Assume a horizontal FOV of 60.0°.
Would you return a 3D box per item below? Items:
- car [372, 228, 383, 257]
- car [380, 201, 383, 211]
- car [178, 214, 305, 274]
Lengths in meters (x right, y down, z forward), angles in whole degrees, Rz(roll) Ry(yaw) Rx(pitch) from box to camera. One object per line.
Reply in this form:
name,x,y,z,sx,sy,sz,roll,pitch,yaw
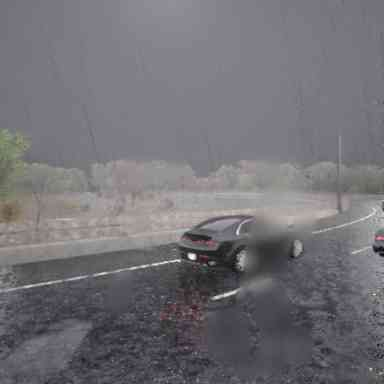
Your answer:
car,8.055,1.514,11.804,2.033,1.411,5.357,0,0,44
car,23.179,1.400,38.641,1.837,1.490,4.892,0,0,28
car,1.775,1.482,10.605,4.892,1.490,1.837,0,0,-43
